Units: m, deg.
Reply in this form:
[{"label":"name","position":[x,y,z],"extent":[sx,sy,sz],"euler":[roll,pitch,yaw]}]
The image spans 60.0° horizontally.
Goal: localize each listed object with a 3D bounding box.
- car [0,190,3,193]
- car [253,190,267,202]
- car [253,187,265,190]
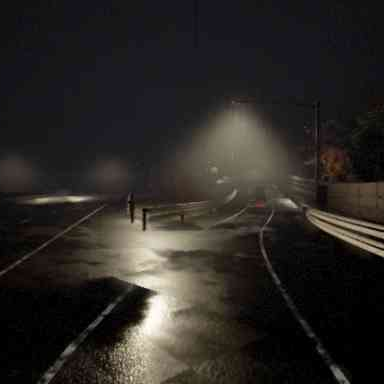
[{"label":"car","position":[-32.587,0.407,54.901],"extent":[2.097,1.767,4.553],"euler":[0,1,-10]},{"label":"car","position":[11.622,0.897,56.638],"extent":[1.837,1.490,4.892],"euler":[0,3,10]},{"label":"car","position":[13.415,-0.098,66.543],"extent":[2.150,2.045,5.566],"euler":[0,4,9]}]
